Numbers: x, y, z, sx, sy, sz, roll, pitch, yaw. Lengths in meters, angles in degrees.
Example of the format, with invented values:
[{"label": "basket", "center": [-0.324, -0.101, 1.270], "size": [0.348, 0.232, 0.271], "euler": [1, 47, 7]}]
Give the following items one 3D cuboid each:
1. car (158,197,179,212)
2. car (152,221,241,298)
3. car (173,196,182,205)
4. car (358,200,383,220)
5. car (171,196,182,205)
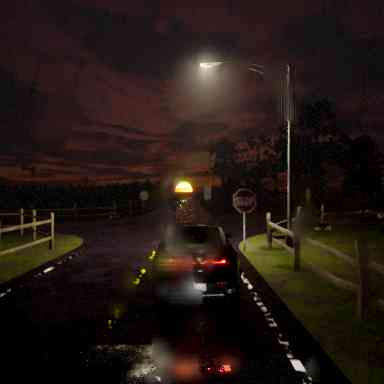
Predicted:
[{"label": "car", "center": [-2.904, 1.583, 39.421], "size": [1.994, 1.385, 4.181], "euler": [0, 0, 0]}, {"label": "car", "center": [0.059, 1.503, 8.525], "size": [1.837, 1.490, 4.892], "euler": [0, 0, -1]}, {"label": "car", "center": [-2.896, 1.536, 50.352], "size": [1.837, 1.490, 4.892], "euler": [0, 0, 0]}, {"label": "car", "center": [14.740, 1.218, 24.333], "size": [4.892, 1.490, 1.837], "euler": [-1, 0, 1]}, {"label": "car", "center": [-2.899, 1.555, 61.995], "size": [1.837, 1.490, 4.892], "euler": [0, 0, -1]}]
